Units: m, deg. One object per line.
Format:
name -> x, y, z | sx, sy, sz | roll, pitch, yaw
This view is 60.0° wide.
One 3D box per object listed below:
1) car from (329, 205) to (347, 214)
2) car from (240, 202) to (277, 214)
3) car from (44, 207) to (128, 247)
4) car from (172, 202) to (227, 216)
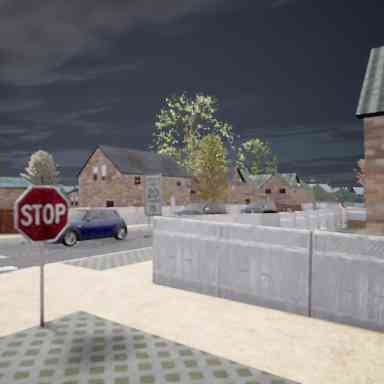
car -> 22.588, 2.751, 51.271 | 1.882, 1.535, 5.008 | -1, -2, 35
car -> 6.953, 2.020, 34.367 | 2.150, 2.045, 5.566 | -1, -2, 36
car -> -5.509, 1.665, 16.942 | 2.097, 1.767, 4.553 | -1, -2, 37
car -> 0.702, 1.775, 25.592 | 2.150, 2.045, 5.566 | -1, -2, 35
